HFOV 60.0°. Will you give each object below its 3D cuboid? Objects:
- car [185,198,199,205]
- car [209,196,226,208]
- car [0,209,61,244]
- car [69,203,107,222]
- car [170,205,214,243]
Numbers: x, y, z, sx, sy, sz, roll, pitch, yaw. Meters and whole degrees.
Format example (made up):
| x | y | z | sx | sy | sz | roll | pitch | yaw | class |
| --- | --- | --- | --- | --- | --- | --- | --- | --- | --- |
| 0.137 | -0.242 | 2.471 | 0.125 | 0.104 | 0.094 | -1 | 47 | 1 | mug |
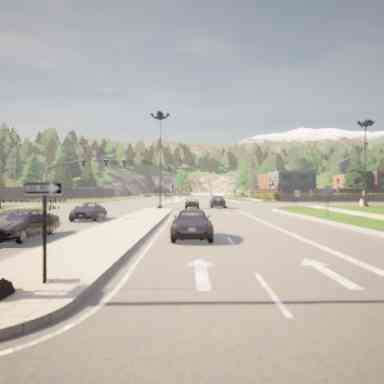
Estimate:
| x | y | z | sx | sy | sz | roll | pitch | yaw | class |
| --- | --- | --- | --- | --- | --- | --- | --- | --- | --- |
| 0.037 | 1.530 | 46.233 | 1.895 | 1.301 | 4.718 | 0 | 0 | 0 | car |
| 3.541 | 1.280 | 46.646 | 2.097 | 1.767 | 4.553 | 0 | 0 | 0 | car |
| -8.089 | 1.522 | 15.918 | 2.033 | 1.411 | 5.357 | 0 | 0 | 0 | car |
| -8.027 | 1.523 | 25.992 | 1.994 | 1.385 | 4.181 | 0 | 0 | 1 | car |
| -0.004 | 1.539 | 15.952 | 1.994 | 1.385 | 4.181 | 0 | 0 | 0 | car |
